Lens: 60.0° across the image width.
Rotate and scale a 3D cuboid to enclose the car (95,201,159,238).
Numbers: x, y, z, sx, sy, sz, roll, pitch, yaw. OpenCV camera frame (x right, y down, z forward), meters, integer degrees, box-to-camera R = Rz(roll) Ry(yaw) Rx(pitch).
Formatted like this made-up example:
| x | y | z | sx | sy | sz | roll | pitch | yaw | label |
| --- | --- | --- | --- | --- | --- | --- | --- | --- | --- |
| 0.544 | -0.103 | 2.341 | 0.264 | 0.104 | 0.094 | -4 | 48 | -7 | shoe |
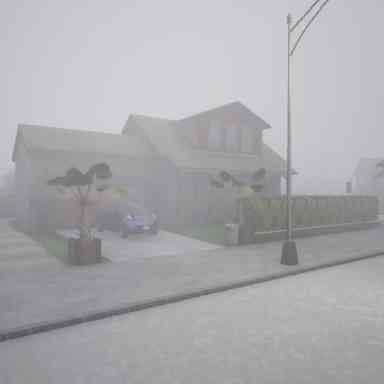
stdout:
| x | y | z | sx | sy | sz | roll | pitch | yaw | label |
| --- | --- | --- | --- | --- | --- | --- | --- | --- | --- |
| -3.024 | 1.174 | 15.291 | 1.845 | 1.501 | 3.633 | 0 | 0 | -38 | car |
